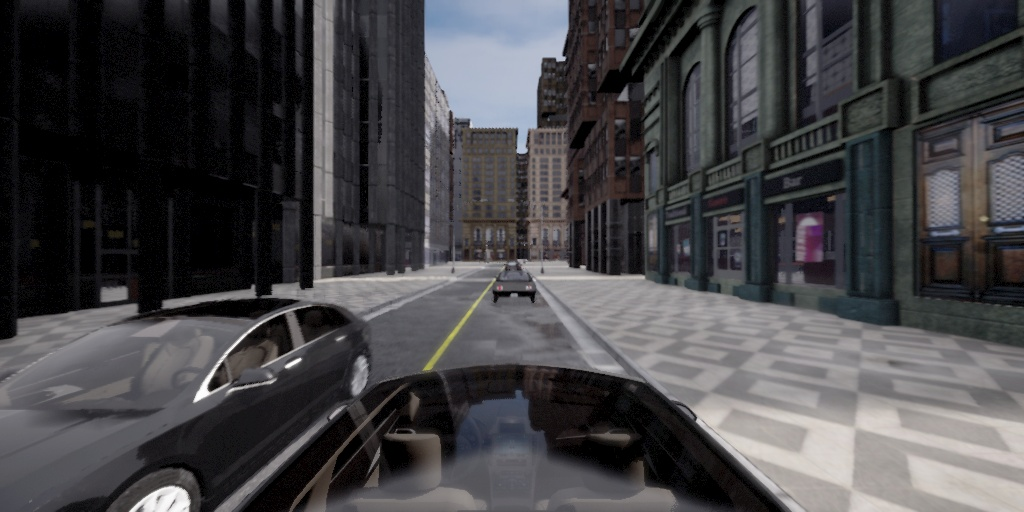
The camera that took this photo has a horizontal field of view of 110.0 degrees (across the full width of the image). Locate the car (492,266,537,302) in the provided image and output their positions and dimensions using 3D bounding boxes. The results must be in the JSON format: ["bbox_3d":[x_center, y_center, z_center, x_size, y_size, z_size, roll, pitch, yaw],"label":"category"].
[{"bbox_3d":[0.103,1.345,17.053,1.895,1.301,4.718,0,0,0],"label":"car"}]

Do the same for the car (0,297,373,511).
[{"bbox_3d":[-2.999,1.256,3.549,1.837,1.490,4.892,0,0,0],"label":"car"}]

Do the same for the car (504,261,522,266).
[{"bbox_3d":[0.125,1.274,38.672,1.812,1.442,4.674,0,0,0],"label":"car"}]
